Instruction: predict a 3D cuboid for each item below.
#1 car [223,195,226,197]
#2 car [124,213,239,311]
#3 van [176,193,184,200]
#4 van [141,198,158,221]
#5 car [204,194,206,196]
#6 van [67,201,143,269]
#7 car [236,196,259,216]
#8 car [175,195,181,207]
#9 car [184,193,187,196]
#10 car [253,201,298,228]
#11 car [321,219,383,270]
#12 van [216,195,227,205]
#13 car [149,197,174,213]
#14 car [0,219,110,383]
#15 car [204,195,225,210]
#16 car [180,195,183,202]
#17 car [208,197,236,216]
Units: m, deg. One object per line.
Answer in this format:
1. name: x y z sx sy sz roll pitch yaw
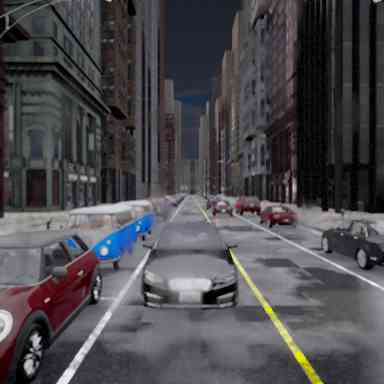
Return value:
1. car: 5.437 1.580 56.107 1.752 1.417 4.829 0 0 0
2. car: -0.047 1.495 8.031 2.128 1.511 4.902 0 0 0
3. van: -3.184 1.420 72.786 1.690 1.788 3.998 0 0 0
4. van: -2.860 1.350 16.420 1.690 1.788 3.998 0 0 0
5. car: 5.211 1.557 95.390 1.967 1.590 4.097 0 0 0
6. van: -2.828 1.346 10.784 1.690 1.788 3.998 0 0 0
7. car: 5.567 1.340 33.393 2.192 1.841 5.009 0 0 0
8. car: -3.054 1.588 50.239 1.887 1.381 4.507 0 0 0
9. car: -3.282 1.421 89.695 2.192 1.841 5.009 0 0 0
10. car: 5.633 1.560 22.120 1.887 1.381 4.507 0 0 0
11. car: 5.698 1.558 10.848 2.008 1.369 4.403 0 0 0
12. van: 5.405 1.404 61.573 1.690 1.788 3.998 0 0 0
13. car: -2.925 1.332 27.693 2.192 1.841 5.009 0 0 0
14. car: -2.795 1.442 5.148 1.967 1.590 4.097 0 0 0
15. car: 2.821 1.542 43.775 1.837 1.490 4.892 0 0 0
16. car: -3.119 1.627 61.512 1.947 1.339 4.313 0 0 0
17. car: 2.899 1.550 32.907 1.812 1.442 4.674 0 0 0
